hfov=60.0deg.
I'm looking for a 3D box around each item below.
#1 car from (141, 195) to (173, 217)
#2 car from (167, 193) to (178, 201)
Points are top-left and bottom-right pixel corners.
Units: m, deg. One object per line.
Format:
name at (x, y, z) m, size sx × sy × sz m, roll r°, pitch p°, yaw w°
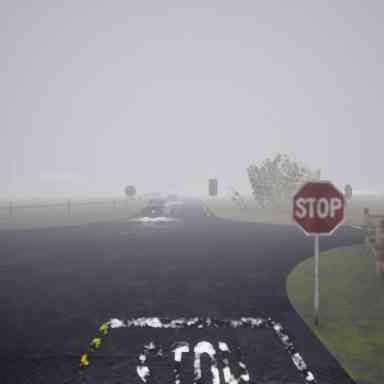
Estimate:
car at (-2.787, 1.177, 26.055) m, size 1.994 × 1.385 × 4.181 m, roll 0°, pitch 1°, yaw 0°
car at (-3.168, 0.763, 53.701) m, size 1.895 × 1.301 × 4.718 m, roll 0°, pitch 1°, yaw -2°
